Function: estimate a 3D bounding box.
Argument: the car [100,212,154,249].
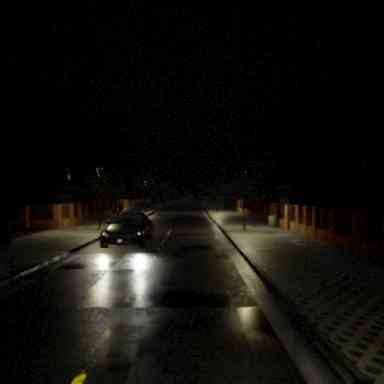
[{"bbox_3d":[-2.836,1.671,15.409,1.812,1.442,4.674,0,0,0],"label":"car"}]
